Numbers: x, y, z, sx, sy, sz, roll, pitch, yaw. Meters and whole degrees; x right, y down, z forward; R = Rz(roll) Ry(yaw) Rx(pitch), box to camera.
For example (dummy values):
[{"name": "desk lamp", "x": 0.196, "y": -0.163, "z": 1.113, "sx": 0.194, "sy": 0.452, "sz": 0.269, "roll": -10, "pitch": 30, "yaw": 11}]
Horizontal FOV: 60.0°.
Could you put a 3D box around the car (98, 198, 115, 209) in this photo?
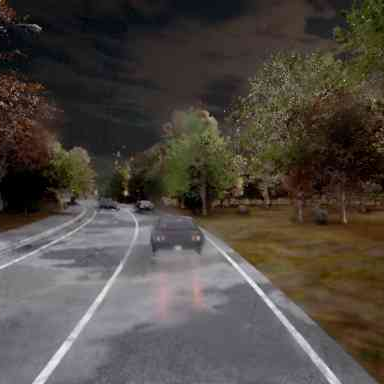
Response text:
[{"name": "car", "x": -11.169, "y": 1.504, "z": 43.591, "sx": 1.895, "sy": 1.301, "sz": 4.718, "roll": 2, "pitch": 0, "yaw": -20}]

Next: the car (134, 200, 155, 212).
[{"name": "car", "x": -5.511, "y": 1.562, "z": 38.050, "sx": 2.033, "sy": 1.411, "sz": 5.357, "roll": 1, "pitch": 0, "yaw": -16}]

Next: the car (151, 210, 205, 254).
[{"name": "car", "x": -0.690, "y": 1.617, "z": 13.545, "sx": 1.895, "sy": 1.301, "sz": 4.718, "roll": 0, "pitch": 0, "yaw": -6}]
